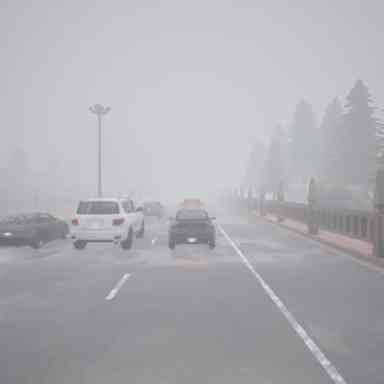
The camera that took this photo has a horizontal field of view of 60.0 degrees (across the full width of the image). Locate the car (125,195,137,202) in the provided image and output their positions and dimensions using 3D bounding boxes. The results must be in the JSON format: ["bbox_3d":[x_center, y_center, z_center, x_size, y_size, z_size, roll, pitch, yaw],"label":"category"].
[{"bbox_3d":[-14.000,1.510,76.956,1.994,1.385,4.181,0,0,0],"label":"car"}]

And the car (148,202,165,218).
[{"bbox_3d":[-3.500,1.563,29.650,2.033,1.411,5.357,0,0,0],"label":"car"}]

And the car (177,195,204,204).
[{"bbox_3d":[0.000,1.366,29.620,2.097,1.767,4.553,0,0,0],"label":"car"}]

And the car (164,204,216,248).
[{"bbox_3d":[0.000,1.516,14.650,1.837,1.490,4.892,0,0,0],"label":"car"}]

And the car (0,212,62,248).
[{"bbox_3d":[-7.000,1.572,14.650,1.994,1.385,4.181,0,0,0],"label":"car"}]

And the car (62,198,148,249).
[{"bbox_3d":[-3.500,1.257,14.680,2.150,2.045,5.566,0,0,0],"label":"car"}]

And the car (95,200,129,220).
[{"bbox_3d":[-7.000,1.516,29.650,1.837,1.490,4.892,0,0,0],"label":"car"}]
